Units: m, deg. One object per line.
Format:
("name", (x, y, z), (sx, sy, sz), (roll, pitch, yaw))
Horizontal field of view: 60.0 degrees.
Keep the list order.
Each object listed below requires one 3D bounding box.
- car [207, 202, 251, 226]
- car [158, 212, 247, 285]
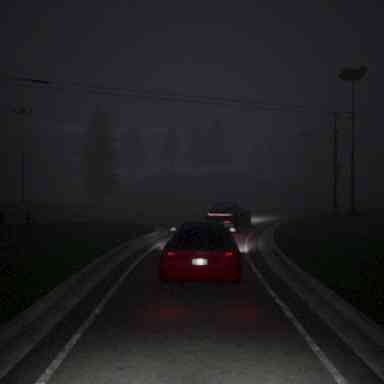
("car", (2.153, 1.333, 19.008), (2.128, 1.511, 4.902), (0, 1, 20))
("car", (0.289, 1.485, 9.291), (1.994, 1.385, 4.181), (0, 0, 3))
